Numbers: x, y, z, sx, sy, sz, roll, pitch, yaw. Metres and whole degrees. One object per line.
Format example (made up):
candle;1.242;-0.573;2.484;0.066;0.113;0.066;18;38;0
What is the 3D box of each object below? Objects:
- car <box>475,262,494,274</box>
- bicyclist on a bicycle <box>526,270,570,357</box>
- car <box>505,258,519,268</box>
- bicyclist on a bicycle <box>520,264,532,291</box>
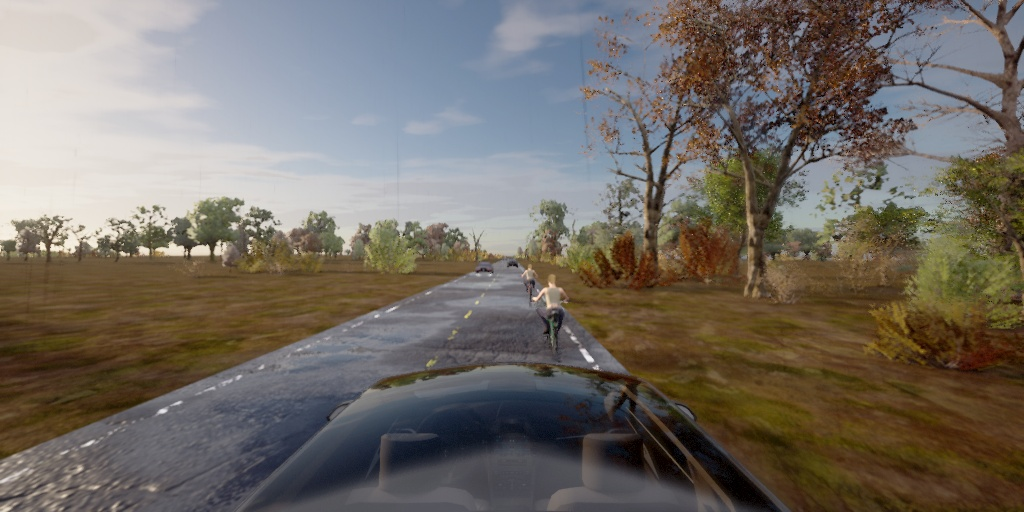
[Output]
car;-3.095;1.329;41.042;1.994;1.385;4.181;0;0;0
bicyclist on a bicycle;0.843;1.186;7.585;0.866;1.612;1.509;-1;0;-1
car;0.107;1.277;62.242;1.837;1.490;4.892;0;0;0
bicyclist on a bicycle;0.825;1.190;16.686;0.866;1.612;1.509;-1;0;0
